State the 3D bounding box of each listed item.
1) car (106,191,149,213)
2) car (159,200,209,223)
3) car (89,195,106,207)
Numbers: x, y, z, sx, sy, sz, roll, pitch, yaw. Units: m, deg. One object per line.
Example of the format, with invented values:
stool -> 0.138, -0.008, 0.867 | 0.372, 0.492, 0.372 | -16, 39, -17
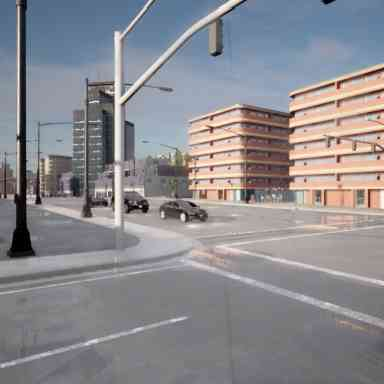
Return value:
car -> -6.270, 0.945, 32.996 | 2.150, 2.045, 5.566 | 0, 1, -34
car -> -0.706, 1.373, 24.843 | 1.837, 1.490, 4.892 | 0, 1, -34
car -> -11.936, 1.111, 41.298 | 1.994, 1.385, 4.181 | 0, 1, -34
